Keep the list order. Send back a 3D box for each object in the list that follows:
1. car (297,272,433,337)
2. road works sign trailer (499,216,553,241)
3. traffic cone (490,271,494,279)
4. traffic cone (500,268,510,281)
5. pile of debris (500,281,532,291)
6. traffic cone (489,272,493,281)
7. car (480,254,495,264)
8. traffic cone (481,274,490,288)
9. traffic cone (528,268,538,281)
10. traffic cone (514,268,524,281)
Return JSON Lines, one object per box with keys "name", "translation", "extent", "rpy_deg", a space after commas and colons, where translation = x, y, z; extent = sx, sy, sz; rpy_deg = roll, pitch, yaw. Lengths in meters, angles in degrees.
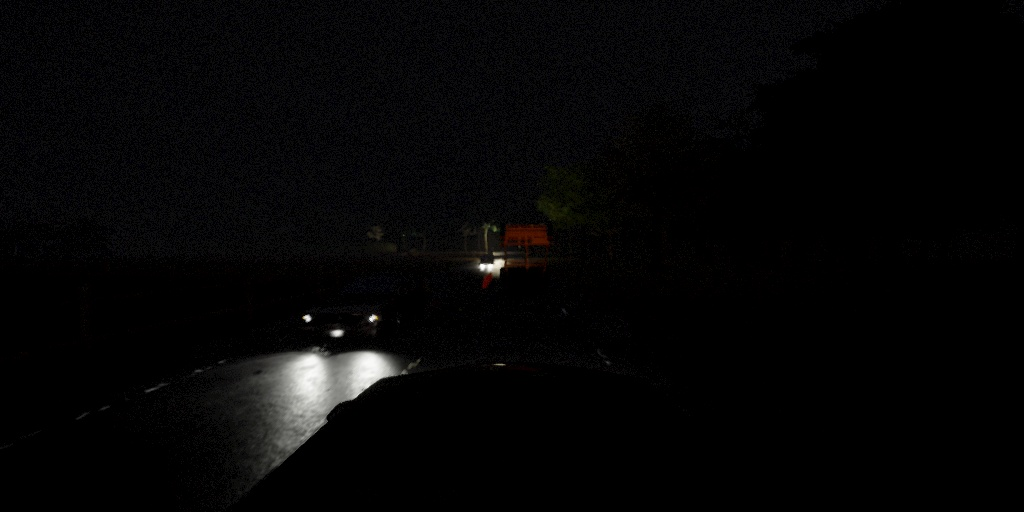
{"name": "car", "translation": [-3.600, 1.166, 10.036], "extent": [2.033, 1.411, 5.357], "rpy_deg": [0, 1, 0]}
{"name": "road works sign trailer", "translation": [0.609, -2.563, 14.664], "extent": [2.380, 3.560, 2.880], "rpy_deg": [0, 0, 0]}
{"name": "traffic cone", "translation": [-1.492, 1.362, 23.488], "extent": [0.340, 0.580, 0.340], "rpy_deg": [0, 0, 0]}
{"name": "traffic cone", "translation": [-0.494, 1.330, 25.487], "extent": [0.340, 0.580, 0.340], "rpy_deg": [0, 0, 0]}
{"name": "pile of debris", "translation": [-0.007, 1.636, 19.494], "extent": [1.860, 0.140, 1.500], "rpy_deg": [0, 0, 0]}
{"name": "traffic cone", "translation": [-1.492, 1.394, 21.488], "extent": [0.340, 0.580, 0.340], "rpy_deg": [0, 0, 0]}
{"name": "car", "translation": [-3.567, 0.425, 52.457], "extent": [2.128, 1.511, 4.902], "rpy_deg": [0, 1, 0]}
{"name": "traffic cone", "translation": [-1.491, 1.426, 19.488], "extent": [0.340, 0.580, 0.340], "rpy_deg": [0, 0, 0]}
{"name": "traffic cone", "translation": [1.504, 1.330, 25.488], "extent": [0.340, 0.580, 0.340], "rpy_deg": [0, 0, 0]}
{"name": "traffic cone", "translation": [0.505, 1.330, 25.488], "extent": [0.340, 0.580, 0.340], "rpy_deg": [0, 0, 0]}
